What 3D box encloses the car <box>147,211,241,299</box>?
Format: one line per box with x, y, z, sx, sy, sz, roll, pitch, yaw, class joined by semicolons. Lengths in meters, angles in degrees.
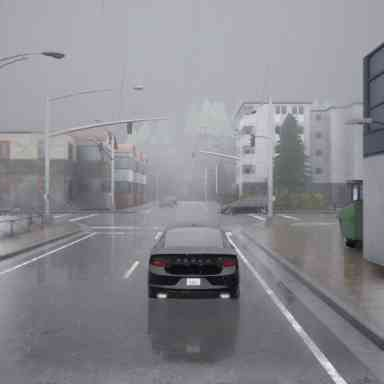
0.052;1.478;8.505;1.882;1.535;5.008;0;0;1;car

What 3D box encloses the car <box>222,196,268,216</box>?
4.954;1.255;30.321;4.553;1.767;2.097;-3;-1;16;car

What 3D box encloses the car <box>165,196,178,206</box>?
-3.550;1.477;57.738;1.882;1.535;5.008;0;0;1;car

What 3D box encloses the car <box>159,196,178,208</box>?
-3.567;1.547;47.423;2.033;1.411;5.357;0;0;0;car
